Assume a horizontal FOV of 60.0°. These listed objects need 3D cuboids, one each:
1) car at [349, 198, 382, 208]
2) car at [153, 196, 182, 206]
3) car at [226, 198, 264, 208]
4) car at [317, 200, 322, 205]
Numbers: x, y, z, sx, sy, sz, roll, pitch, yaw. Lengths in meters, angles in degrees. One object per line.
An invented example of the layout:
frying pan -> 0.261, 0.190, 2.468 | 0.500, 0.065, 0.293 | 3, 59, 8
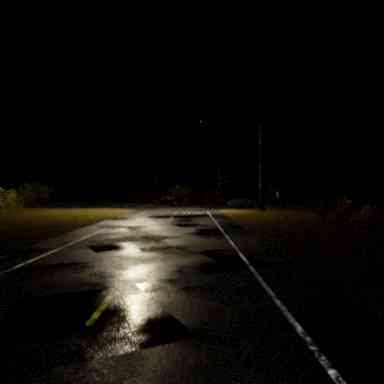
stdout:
car -> 25.156, 1.577, 48.741 | 4.902, 1.511, 2.128 | 0, 0, -2
car -> -4.030, 1.468, 54.955 | 4.902, 1.511, 2.128 | 0, 0, -1
car -> 7.610, 1.569, 48.219 | 5.357, 1.411, 2.033 | 0, 0, -2
car -> 23.464, 1.669, 55.708 | 4.718, 1.301, 1.895 | 0, 0, -2
